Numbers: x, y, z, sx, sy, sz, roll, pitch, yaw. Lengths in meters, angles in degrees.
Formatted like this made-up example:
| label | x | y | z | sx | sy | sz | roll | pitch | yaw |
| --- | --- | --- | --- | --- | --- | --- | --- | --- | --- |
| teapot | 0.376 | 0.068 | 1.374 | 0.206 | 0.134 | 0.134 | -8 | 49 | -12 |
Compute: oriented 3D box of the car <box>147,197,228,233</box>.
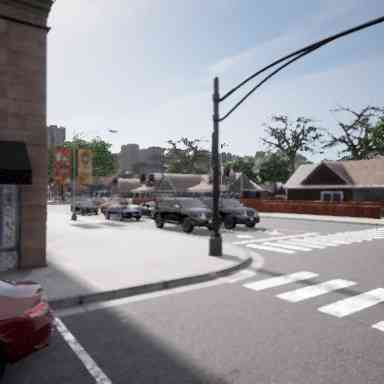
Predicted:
| label | x | y | z | sx | sy | sz | roll | pitch | yaw |
| --- | --- | --- | --- | --- | --- | --- | --- | --- | --- |
| car | -0.490 | 1.374 | 21.437 | 2.150 | 2.045 | 5.566 | 0 | -1 | -35 |

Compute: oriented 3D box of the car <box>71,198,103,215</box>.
| label | x | y | z | sx | sy | sz | roll | pitch | yaw |
| --- | --- | --- | --- | --- | --- | --- | --- | --- | --- |
| car | -12.271 | 1.755 | 37.988 | 1.882 | 1.535 | 5.008 | 0 | 0 | -36 |

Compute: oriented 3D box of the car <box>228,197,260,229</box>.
| label | x | y | z | sx | sy | sz | roll | pitch | yaw |
| --- | --- | --- | --- | --- | --- | --- | --- | --- | --- |
| car | 2.189 | 1.386 | 23.278 | 2.150 | 2.045 | 5.566 | 0 | -1 | -35 |

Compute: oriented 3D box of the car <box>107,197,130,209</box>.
| label | x | y | z | sx | sy | sz | roll | pitch | yaw |
| --- | --- | --- | --- | --- | --- | --- | --- | --- | --- |
| car | -12.072 | 1.745 | 54.786 | 2.097 | 1.767 | 4.553 | 0 | 0 | -35 |

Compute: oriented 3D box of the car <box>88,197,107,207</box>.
| label | x | y | z | sx | sy | sz | roll | pitch | yaw |
| --- | --- | --- | --- | --- | --- | --- | --- | --- | --- |
| car | -17.914 | 1.800 | 62.850 | 2.097 | 1.767 | 4.553 | 0 | 0 | -35 |

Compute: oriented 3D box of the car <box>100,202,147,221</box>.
| label | x | y | z | sx | sy | sz | roll | pitch | yaw |
| --- | --- | --- | --- | --- | --- | --- | --- | --- | --- |
| car | -6.169 | 1.814 | 29.403 | 1.895 | 1.301 | 4.718 | 0 | -1 | -36 |

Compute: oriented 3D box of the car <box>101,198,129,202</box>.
| label | x | y | z | sx | sy | sz | roll | pitch | yaw |
| --- | --- | --- | --- | --- | --- | --- | --- | --- | --- |
| car | -9.383 | 1.812 | 39.533 | 1.812 | 1.442 | 4.674 | 0 | 0 | -35 |

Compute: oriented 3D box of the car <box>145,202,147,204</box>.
| label | x | y | z | sx | sy | sz | roll | pitch | yaw |
| --- | --- | --- | --- | --- | --- | --- | --- | --- | --- |
| car | -3.591 | 1.731 | 31.384 | 1.837 | 1.490 | 4.892 | 0 | -1 | -36 |

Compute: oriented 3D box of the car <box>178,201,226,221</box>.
| label | x | y | z | sx | sy | sz | roll | pitch | yaw |
| --- | --- | --- | --- | --- | --- | --- | --- | --- | --- |
| car | 0.844 | 1.699 | 31.124 | 1.882 | 1.535 | 5.008 | 0 | -1 | -36 |

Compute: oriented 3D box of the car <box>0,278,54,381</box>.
| label | x | y | z | sx | sy | sz | roll | pitch | yaw |
| --- | --- | --- | --- | --- | --- | --- | --- | --- | --- |
| car | -3.730 | 1.578 | 3.527 | 4.206 | 1.307 | 1.802 | 0 | 0 | -36 |
